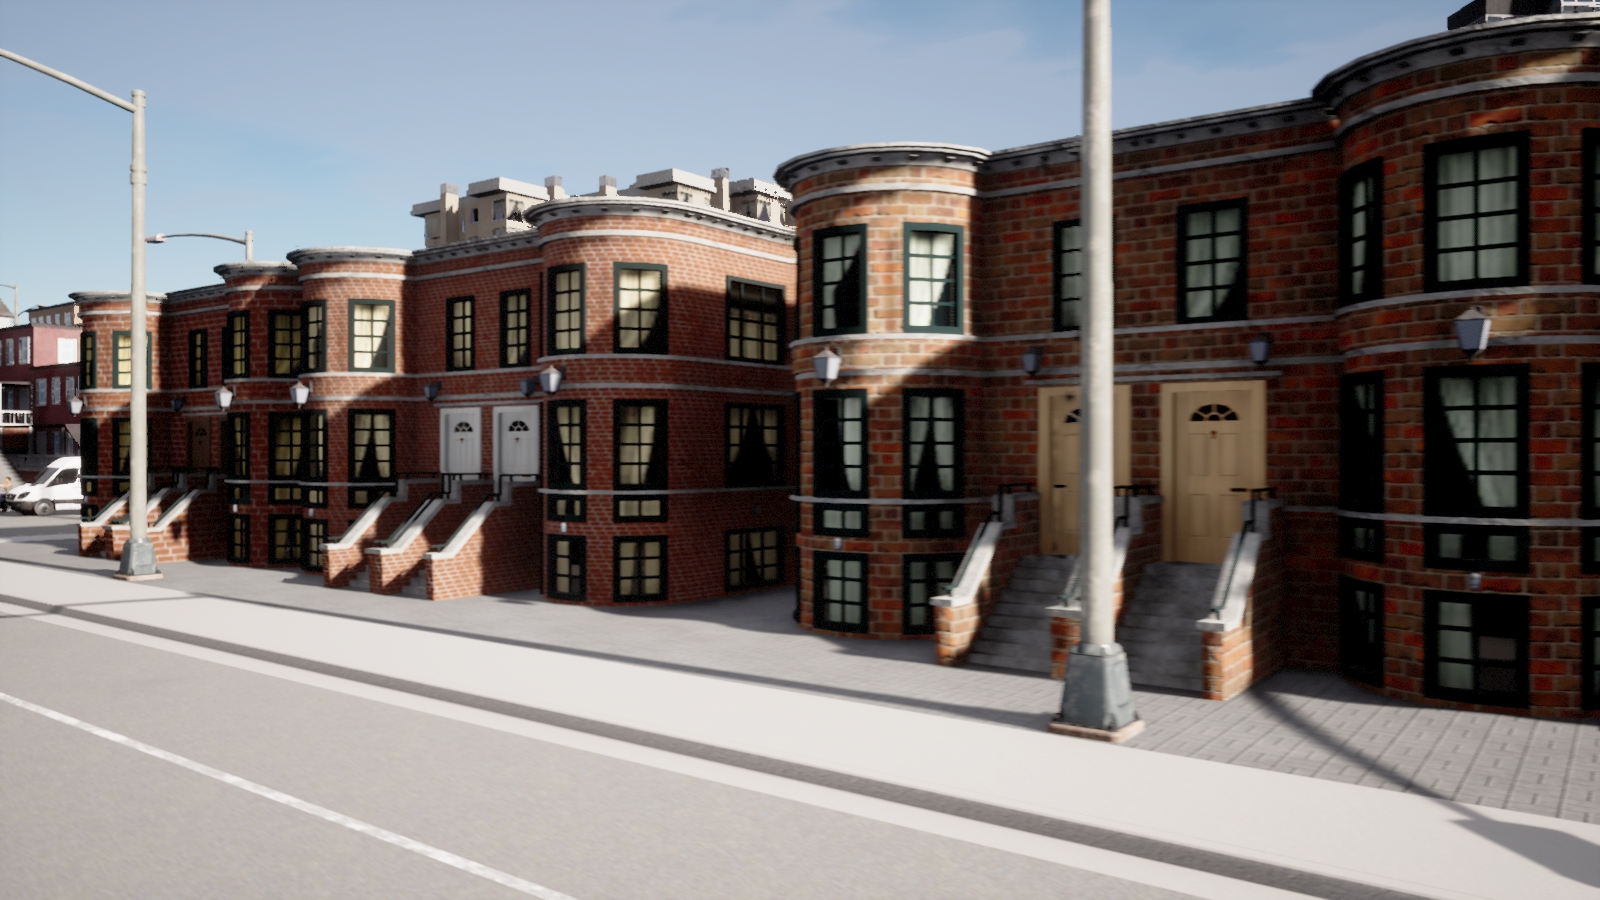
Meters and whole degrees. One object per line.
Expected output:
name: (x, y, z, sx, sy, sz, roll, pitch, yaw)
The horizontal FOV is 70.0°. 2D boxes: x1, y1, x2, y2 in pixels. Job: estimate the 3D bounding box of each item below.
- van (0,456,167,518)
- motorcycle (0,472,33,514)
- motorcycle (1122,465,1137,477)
van: (-31.451, 1.545, 50.338, 1.988, 2.561, 5.915, 0, 0, 38)
motorcycle: (-35.561, 1.917, 50.751, 0.764, 1.802, 2.356, 0, 0, 38)
motorcycle: (35.355, 2.209, 122.523, 0.764, 1.277, 2.356, 0, 0, 38)
